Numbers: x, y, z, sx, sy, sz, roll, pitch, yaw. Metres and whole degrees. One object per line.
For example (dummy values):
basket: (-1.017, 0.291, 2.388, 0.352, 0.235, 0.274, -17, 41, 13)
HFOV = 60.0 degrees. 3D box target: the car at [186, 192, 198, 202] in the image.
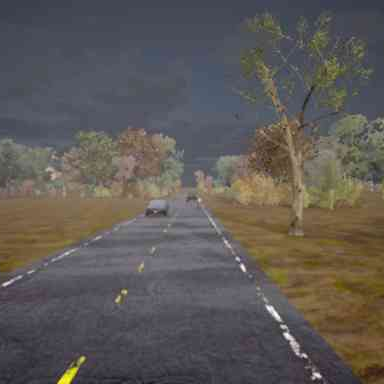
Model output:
car: (0.012, 0.987, 67.238, 2.150, 2.045, 5.566, 0, -1, 1)

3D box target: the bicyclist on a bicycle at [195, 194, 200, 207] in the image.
bicyclist on a bicycle: (0.826, 1.223, 46.871, 0.659, 1.776, 1.843, 0, 0, 0)

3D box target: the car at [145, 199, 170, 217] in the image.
car: (-3.096, 1.385, 30.662, 1.882, 1.535, 5.008, 0, 0, 0)

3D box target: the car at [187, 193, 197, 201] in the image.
car: (0.000, 1.083, 78.330, 2.097, 1.767, 4.553, 0, 0, 0)

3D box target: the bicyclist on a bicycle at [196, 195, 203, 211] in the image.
bicyclist on a bicycle: (0.836, 1.320, 37.952, 0.866, 1.612, 1.509, 0, 0, 0)

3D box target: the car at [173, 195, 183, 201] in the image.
car: (-3.000, 1.254, 72.399, 1.994, 1.385, 4.181, 0, 0, 0)
